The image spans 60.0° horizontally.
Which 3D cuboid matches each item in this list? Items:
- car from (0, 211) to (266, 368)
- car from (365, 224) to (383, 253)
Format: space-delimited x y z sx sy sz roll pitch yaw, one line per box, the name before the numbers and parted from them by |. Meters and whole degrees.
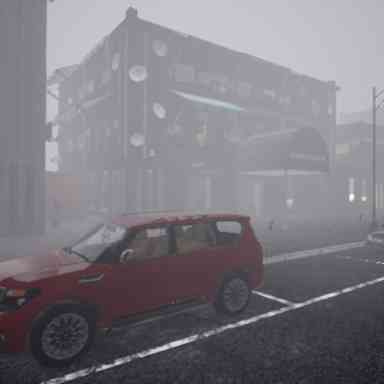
car | -0.846 1.317 5.944 5.009 1.841 2.192 0 1 -35
car | 8.161 1.592 12.373 4.206 1.307 1.802 0 0 -35
